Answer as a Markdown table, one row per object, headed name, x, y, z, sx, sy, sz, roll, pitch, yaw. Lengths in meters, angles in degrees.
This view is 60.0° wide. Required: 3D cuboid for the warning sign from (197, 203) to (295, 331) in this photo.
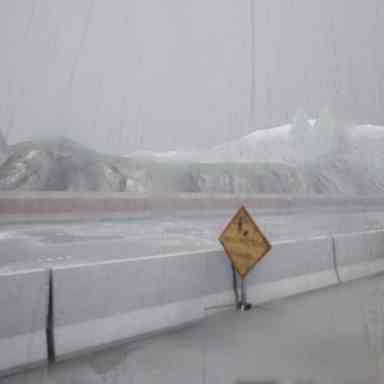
| name | x | y | z | sx | sy | sz | roll | pitch | yaw |
| --- | --- | --- | --- | --- | --- | --- | --- | --- | --- |
| warning sign | 0.911 | 1.152 | 5.812 | 1.060 | 1.860 | 1.300 | 1 | 0 | -36 |
